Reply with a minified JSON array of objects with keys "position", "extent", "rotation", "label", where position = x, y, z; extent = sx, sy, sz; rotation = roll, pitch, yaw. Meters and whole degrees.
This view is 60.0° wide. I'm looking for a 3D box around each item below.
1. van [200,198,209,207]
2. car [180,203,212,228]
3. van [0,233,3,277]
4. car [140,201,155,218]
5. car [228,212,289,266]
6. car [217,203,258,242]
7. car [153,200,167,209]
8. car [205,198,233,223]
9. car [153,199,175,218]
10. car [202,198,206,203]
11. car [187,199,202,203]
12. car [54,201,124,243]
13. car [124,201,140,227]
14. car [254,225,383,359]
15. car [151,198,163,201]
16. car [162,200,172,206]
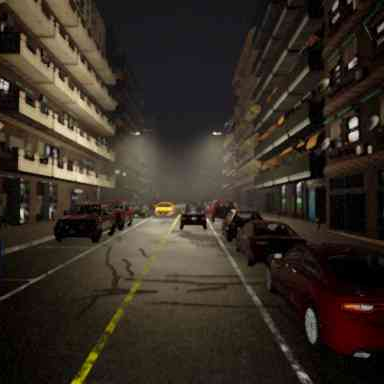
[{"position":[2.516,2.042,66.988],"extent":[1.690,1.788,3.998],"rotation":[1,-1,0],"label":"van"},{"position":[0.087,1.769,23.790],"extent":[2.033,1.411,5.357],"rotation":[0,-1,0],"label":"car"},{"position":[-5.294,1.399,6.204],"extent":[1.690,1.788,3.998],"rotation":[1,-1,0],"label":"van"},{"position":[-5.315,1.890,33.854],"extent":[1.947,1.339,4.313],"rotation":[1,-1,0],"label":"car"},{"position":[2.578,1.651,11.675],"extent":[1.887,1.381,4.507],"rotation":[1,-1,0],"label":"car"},{"position":[2.585,1.599,17.208],"extent":[1.967,1.590,4.097],"rotation":[1,-1,0],"label":"car"},{"position":[-5.328,2.113,55.974],"extent":[1.887,1.381,4.507],"rotation":[1,-1,0],"label":"car"},{"position":[2.540,1.581,28.270],"extent":[2.192,1.841,5.009],"rotation":[1,-1,0],"label":"car"},{"position":[-2.768,1.808,34.565],"extent":[1.882,1.535,5.008],"rotation":[0,-1,0],"label":"car"},{"position":[2.530,1.820,39.332],"extent":[1.967,1.590,4.097],"rotation":[1,-1,0],"label":"car"},{"position":[0.078,1.911,41.749],"extent":[1.837,1.490,4.892],"rotation":[0,-1,0],"label":"car"},{"position":[-5.300,1.475,17.265],"extent":[2.192,1.841,5.009],"rotation":[1,-1,0],"label":"car"},{"position":[-5.303,1.528,22.794],"extent":[2.192,1.841,5.009],"rotation":[1,-1,0],"label":"car"},{"position":[2.581,1.600,6.145],"extent":[1.887,1.381,4.507],"rotation":[1,-1,0],"label":"car"},{"position":[-5.319,1.819,50.446],"extent":[2.192,1.841,5.009],"rotation":[1,-1,0],"label":"car"},{"position":[-5.339,2.354,72.566],"extent":[1.802,1.307,4.206],"rotation":[1,-1,0],"label":"car"}]
